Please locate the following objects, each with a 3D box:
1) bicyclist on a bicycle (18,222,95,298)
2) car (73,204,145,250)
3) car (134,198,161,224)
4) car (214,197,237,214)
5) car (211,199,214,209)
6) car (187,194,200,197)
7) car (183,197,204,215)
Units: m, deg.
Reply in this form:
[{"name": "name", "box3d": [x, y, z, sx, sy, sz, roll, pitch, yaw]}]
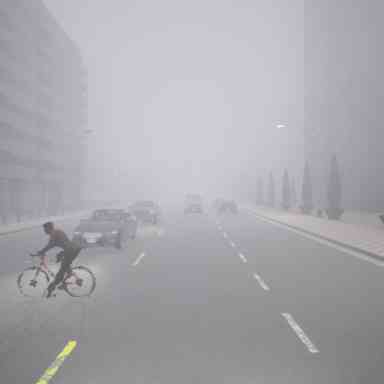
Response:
[{"name": "bicyclist on a bicycle", "box3d": [-2.863, 1.453, 7.026, 1.656, 1.620, 0.582, 0, 0, 0]}, {"name": "car", "box3d": [-3.599, 1.488, 14.458, 2.128, 1.511, 4.902, 0, 0, 0]}, {"name": "car", "box3d": [-3.460, 1.351, 24.362, 2.097, 1.767, 4.553, 0, 0, 0]}, {"name": "car", "box3d": [3.659, 1.505, 35.317, 1.837, 1.490, 4.892, 0, 0, 1]}, {"name": "car", "box3d": [3.663, 1.505, 45.585, 1.837, 1.490, 4.892, 0, 0, 1]}, {"name": "car", "box3d": [0.220, 1.221, 43.969, 2.150, 2.045, 5.566, 0, 0, 1]}, {"name": "car", "box3d": [0.190, 1.526, 33.726, 1.812, 1.442, 4.674, 0, 0, 0]}]
